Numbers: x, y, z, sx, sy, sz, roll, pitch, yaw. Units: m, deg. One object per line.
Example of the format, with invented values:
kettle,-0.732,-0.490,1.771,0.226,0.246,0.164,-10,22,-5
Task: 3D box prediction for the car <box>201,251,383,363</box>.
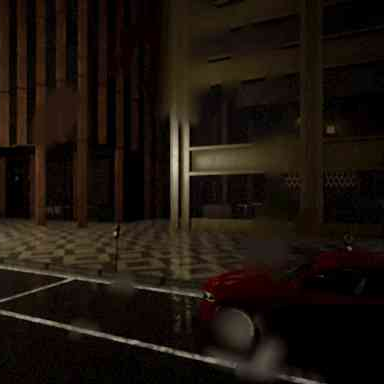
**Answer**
car,2.312,1.562,4.903,4.507,1.381,1.887,0,0,25
